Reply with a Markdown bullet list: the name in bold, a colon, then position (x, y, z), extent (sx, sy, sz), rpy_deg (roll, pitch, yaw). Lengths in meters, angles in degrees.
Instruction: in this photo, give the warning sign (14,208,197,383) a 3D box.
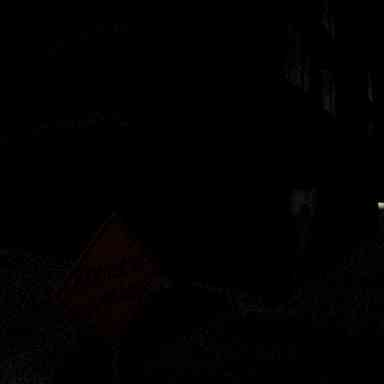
- **warning sign**: position (-0.774, 1.126, 3.205), extent (1.060, 1.860, 1.300), rpy_deg (-1, 0, 35)
